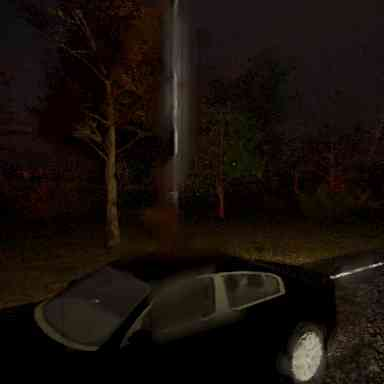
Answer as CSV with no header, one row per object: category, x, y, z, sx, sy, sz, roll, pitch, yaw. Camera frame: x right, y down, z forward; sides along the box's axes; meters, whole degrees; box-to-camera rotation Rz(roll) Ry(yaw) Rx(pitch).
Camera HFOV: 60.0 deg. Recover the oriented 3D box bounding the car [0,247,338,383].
car,-0.372,1.479,3.769,5.008,1.535,1.882,0,0,-36
